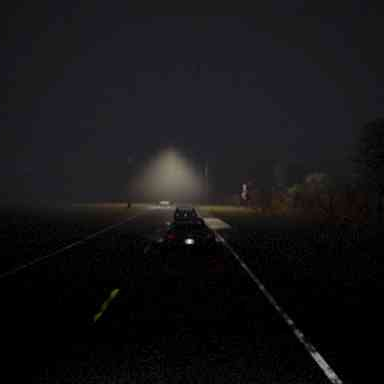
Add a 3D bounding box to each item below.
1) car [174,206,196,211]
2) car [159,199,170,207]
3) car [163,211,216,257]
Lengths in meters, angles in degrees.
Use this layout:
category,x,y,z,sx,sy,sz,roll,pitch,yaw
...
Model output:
category,x,y,z,sx,sy,sz,roll,pitch,yaw
car,-0.569,1.884,28.330,1.895,1.301,4.718,0,-1,-2
car,-5.329,2.140,64.519,1.812,1.442,4.674,0,0,-1
car,-0.123,1.705,13.519,1.994,1.385,4.181,0,0,-1
